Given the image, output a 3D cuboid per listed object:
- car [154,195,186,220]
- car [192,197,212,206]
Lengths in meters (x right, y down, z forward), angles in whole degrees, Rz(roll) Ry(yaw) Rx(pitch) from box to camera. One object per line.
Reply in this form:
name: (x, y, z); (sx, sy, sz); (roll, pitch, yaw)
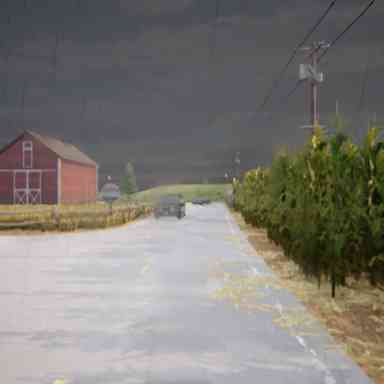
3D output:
car: (-1.762, 1.268, 28.441); (2.150, 2.045, 5.566); (0, 0, 5)
car: (1.674, 1.517, 53.857); (1.837, 1.490, 4.892); (3, 1, 25)
